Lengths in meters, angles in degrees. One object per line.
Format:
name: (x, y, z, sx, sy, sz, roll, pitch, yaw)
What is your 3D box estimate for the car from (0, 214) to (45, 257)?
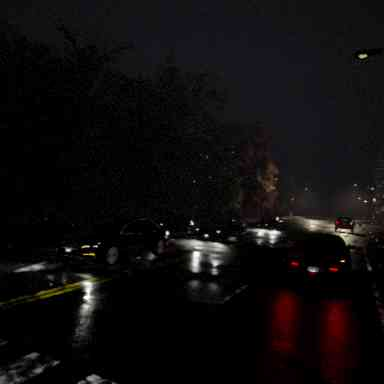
car: (-6.070, 1.469, 12.335, 1.895, 1.301, 4.718, 3, -2, 26)

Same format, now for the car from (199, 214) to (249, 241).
car: (2.031, 2.274, 21.541, 2.033, 1.411, 5.357, 3, -2, 26)

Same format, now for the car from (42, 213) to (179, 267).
car: (-2.598, 1.617, 12.041, 1.837, 1.490, 4.892, 3, -2, 26)

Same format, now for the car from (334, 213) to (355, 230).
car: (18.697, 3.856, 40.680, 2.097, 1.767, 4.553, 3, -2, 26)

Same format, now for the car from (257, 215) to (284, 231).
car: (8.066, 3.091, 33.884, 1.994, 1.385, 4.181, 3, -2, 26)

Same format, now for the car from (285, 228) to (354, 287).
car: (4.417, 2.132, 11.395, 1.812, 1.442, 4.674, 3, -2, 26)

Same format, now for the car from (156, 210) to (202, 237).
car: (-1.567, 1.957, 21.562, 2.128, 1.511, 4.902, 3, -2, 26)

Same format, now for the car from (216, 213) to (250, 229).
car: (4.169, 2.827, 33.321, 1.895, 1.301, 4.718, 3, -2, 26)
